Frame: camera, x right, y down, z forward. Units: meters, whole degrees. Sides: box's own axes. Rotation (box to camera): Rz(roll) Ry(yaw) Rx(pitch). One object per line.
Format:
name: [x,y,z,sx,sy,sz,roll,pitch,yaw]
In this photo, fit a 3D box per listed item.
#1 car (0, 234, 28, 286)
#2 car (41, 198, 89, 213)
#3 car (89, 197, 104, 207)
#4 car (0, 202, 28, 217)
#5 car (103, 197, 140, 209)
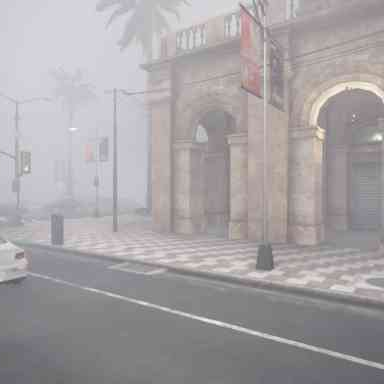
car: [-5.813,1.528,8.104,4.674,1.442,1.812,0,0,36]
car: [-14.807,1.514,38.284,1.837,1.490,4.892,0,0,36]
car: [-13.784,1.524,51.032,2.161,1.482,4.786,0,0,35]
car: [-17.167,1.556,28.634,2.033,1.411,5.357,0,0,36]
car: [-9.408,1.610,45.819,1.895,1.301,4.718,0,0,36]
